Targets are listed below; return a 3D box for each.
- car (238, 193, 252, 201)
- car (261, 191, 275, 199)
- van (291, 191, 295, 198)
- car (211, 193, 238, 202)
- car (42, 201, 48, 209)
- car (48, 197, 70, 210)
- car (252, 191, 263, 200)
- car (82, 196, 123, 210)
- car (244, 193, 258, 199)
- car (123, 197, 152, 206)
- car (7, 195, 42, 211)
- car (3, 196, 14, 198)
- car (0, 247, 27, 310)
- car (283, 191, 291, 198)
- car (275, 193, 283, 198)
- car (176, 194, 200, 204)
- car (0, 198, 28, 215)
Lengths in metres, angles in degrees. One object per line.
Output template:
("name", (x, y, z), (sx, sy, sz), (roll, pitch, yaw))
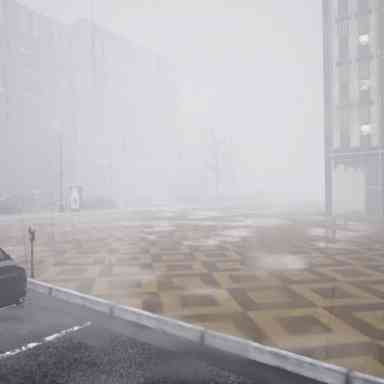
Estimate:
("car", (9.180, 1.047, 64.169), (1.887, 1.381, 4.507), (-1, 0, 36))
("car", (15.661, 0.740, 73.122), (2.192, 1.841, 5.009), (-1, 0, 36))
("van", (25.388, 0.654, 86.553), (1.690, 1.788, 3.998), (-1, 0, 36))
("car", (5.938, 1.093, 59.692), (2.008, 1.369, 4.403), (-1, 0, 36))
("car", (-17.058, 1.415, 42.224), (1.887, 1.381, 4.507), (-1, 0, 36))
("car", (-14.735, 1.355, 41.052), (1.812, 1.442, 4.674), (-1, 0, 36))
("car", (12.422, 1.046, 68.645), (1.802, 1.307, 4.206), (-1, 0, 36))
("car", (-10.273, 1.186, 37.307), (1.967, 1.590, 4.097), (-1, 0, 36))
("car", (15.362, 1.039, 86.992), (1.947, 1.339, 4.313), (-1, 0, 36))
("car", (-8.189, 1.345, 50.046), (1.895, 1.301, 4.718), (-1, 0, 36))
("car", (-20.302, 1.228, 37.746), (2.192, 1.841, 5.009), (-1, 0, 36))
("car", (-20.718, 1.412, 32.769), (1.837, 1.490, 4.892), (-1, 0, 36))
("car", (-4.994, 1.553, 6.609), (4.403, 1.369, 2.008), (0, -1, 36))
("car", (22.148, 0.931, 82.076), (1.802, 1.307, 4.206), (-1, 0, 36))
("car", (18.906, 0.937, 77.599), (2.008, 1.369, 4.403), (-1, 0, 36))
("car", (-0.547, 1.062, 50.738), (1.967, 1.590, 4.097), (-1, 0, 36))
("car", (-16.755, 1.413, 28.353), (1.802, 1.307, 4.206), (-1, 0, 36))
